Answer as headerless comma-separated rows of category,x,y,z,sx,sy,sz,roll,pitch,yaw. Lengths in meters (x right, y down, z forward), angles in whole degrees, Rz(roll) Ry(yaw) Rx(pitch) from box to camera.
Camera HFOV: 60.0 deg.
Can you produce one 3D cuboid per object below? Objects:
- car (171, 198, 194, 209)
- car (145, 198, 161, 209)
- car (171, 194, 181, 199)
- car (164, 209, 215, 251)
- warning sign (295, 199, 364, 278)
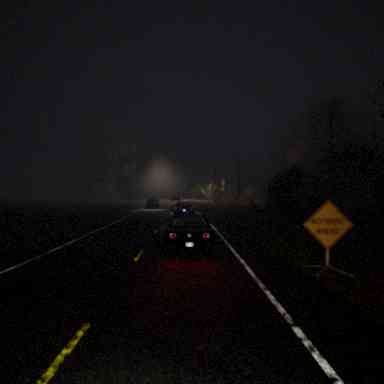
car,-0.789,1.591,31.370,1.994,1.385,4.181,0,0,-3
car,-5.412,1.545,46.239,1.812,1.442,4.674,0,0,-4
car,-3.839,1.296,78.631,2.097,1.767,4.553,0,0,-7
car,-0.133,1.621,14.316,1.895,1.301,4.718,0,0,-1
warning sign,3.490,1.126,8.563,1.300,1.860,1.060,1,1,-1
